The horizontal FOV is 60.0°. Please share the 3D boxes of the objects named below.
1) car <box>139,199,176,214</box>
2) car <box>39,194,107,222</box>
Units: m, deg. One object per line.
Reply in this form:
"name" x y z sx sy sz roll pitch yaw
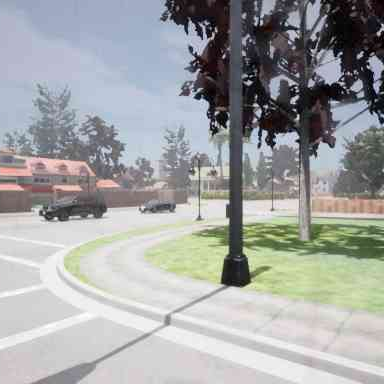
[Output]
"car" -3.661 1.491 35.905 2.128 1.511 4.902 0 0 34
"car" -9.536 1.222 27.239 2.150 2.045 5.566 0 0 35
